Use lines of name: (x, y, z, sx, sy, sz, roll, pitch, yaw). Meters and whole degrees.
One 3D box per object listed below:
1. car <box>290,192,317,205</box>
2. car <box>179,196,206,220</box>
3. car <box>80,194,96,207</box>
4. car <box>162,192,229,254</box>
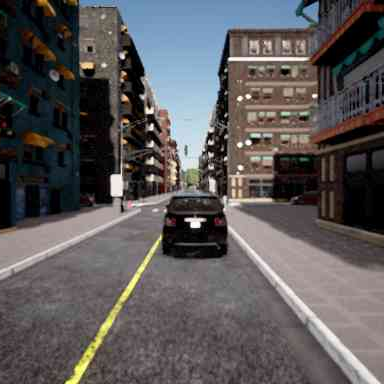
car: (13.586, 0.685, 38.726, 4.097, 1.590, 1.967, -1, 1, 0)
car: (0.013, 1.103, 24.761, 1.837, 1.490, 4.892, 0, 1, 0)
car: (-13.518, 0.944, 38.831, 4.097, 1.590, 1.967, -1, 1, 0)
car: (0.103, 1.016, 12.581, 2.150, 2.045, 5.566, 0, 1, 0)
